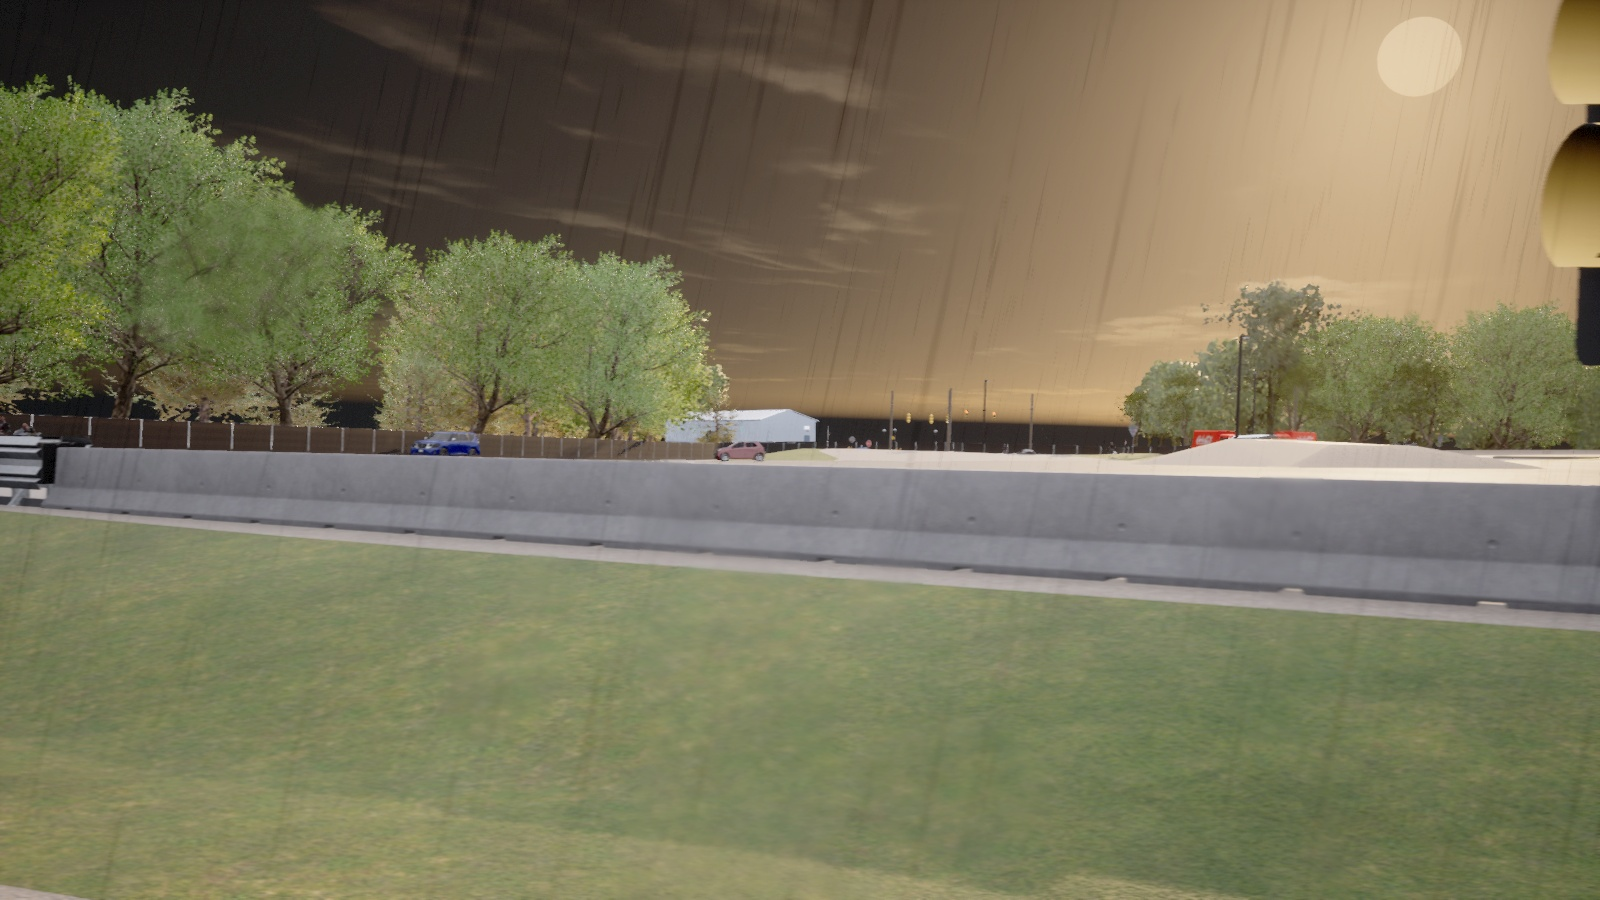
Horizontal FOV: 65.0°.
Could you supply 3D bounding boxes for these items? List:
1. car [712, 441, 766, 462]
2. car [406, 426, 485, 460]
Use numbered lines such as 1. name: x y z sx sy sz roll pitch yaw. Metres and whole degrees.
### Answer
1. car: -4.387 0.104 90.187 3.633 1.501 1.845 0 -1 -11
2. car: -23.736 -0.432 84.246 2.150 2.045 5.566 3 0 20
